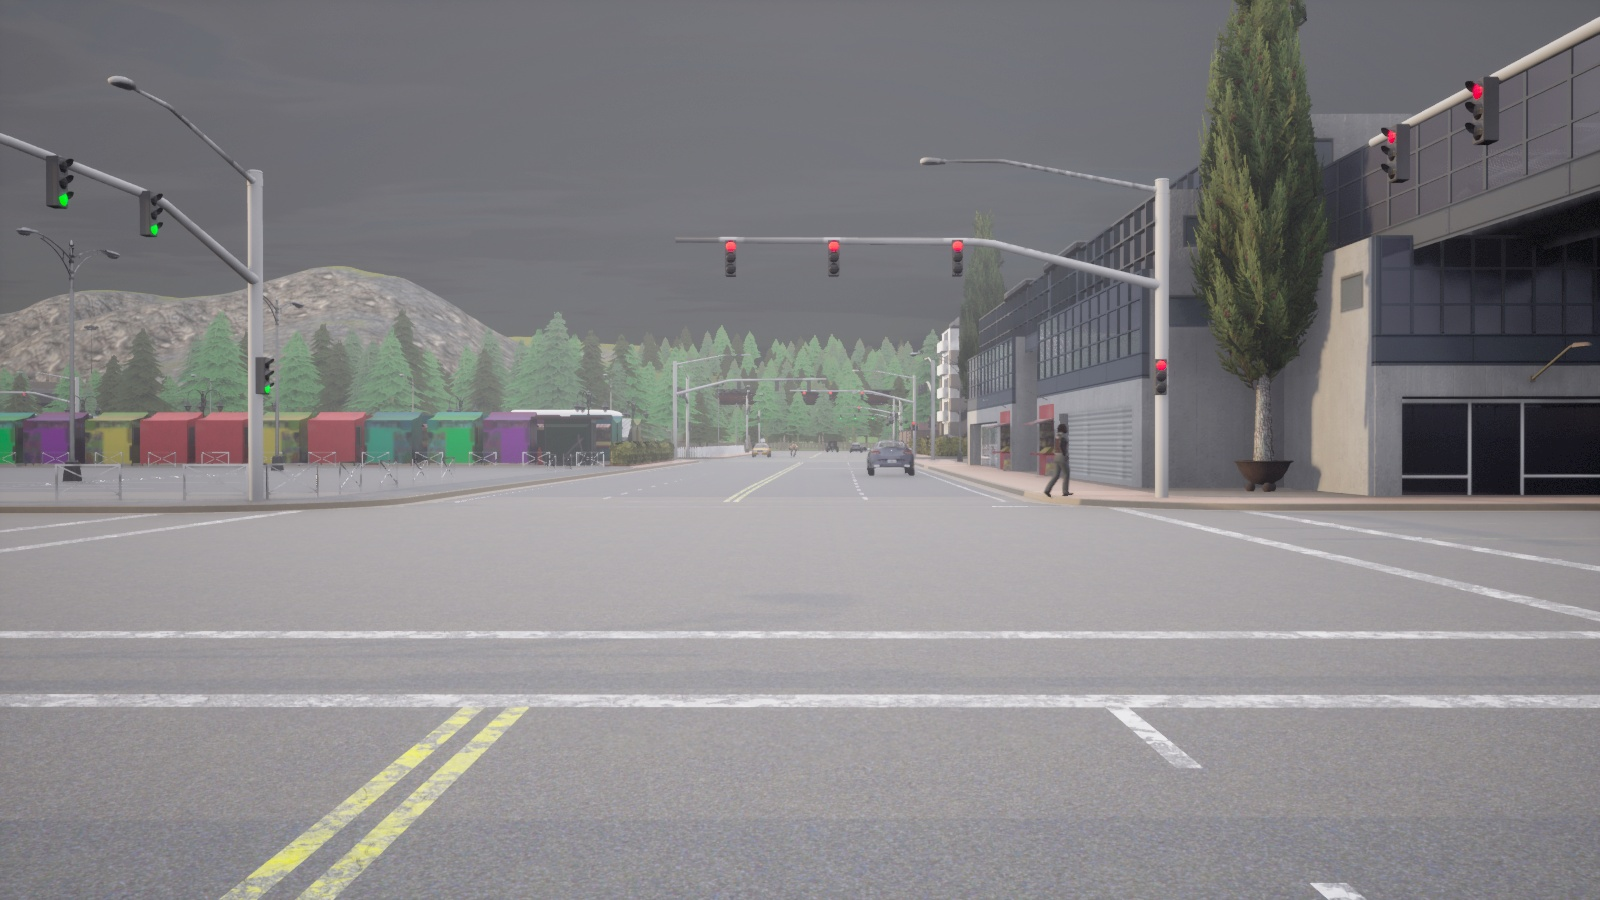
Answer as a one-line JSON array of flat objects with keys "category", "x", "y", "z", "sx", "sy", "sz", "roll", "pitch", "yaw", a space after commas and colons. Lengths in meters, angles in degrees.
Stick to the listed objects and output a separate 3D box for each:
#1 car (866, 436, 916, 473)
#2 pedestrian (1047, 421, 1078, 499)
[{"category": "car", "x": 4.231, "y": 0.194, "z": 59.259, "sx": 2.152, "sy": 1.651, "sz": 5.027, "roll": 0, "pitch": 0, "yaw": 2}, {"category": "pedestrian", "x": 6.517, "y": 0.237, "z": 31.221, "sx": 0.666, "sy": 1.930, "sz": 0.402, "roll": 0, "pitch": 0, "yaw": -7}]
